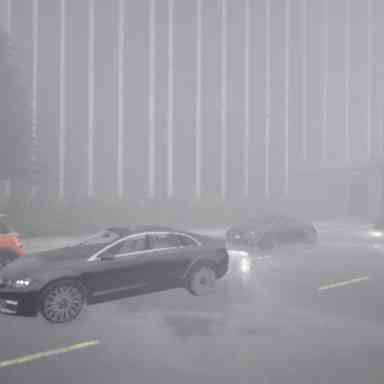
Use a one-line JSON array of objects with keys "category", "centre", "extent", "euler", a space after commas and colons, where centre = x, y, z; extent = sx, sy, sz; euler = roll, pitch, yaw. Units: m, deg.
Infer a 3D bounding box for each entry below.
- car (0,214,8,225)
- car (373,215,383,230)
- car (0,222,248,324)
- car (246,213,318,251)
[{"category": "car", "centre": [-6.567, 1.343, 8.068], "extent": [4.553, 1.767, 2.097], "euler": [0, 0, -33]}, {"category": "car", "centre": [13.077, 1.693, 20.545], "extent": [4.181, 1.385, 1.994], "euler": [0, 0, -32]}, {"category": "car", "centre": [-1.419, 1.505, 7.201], "extent": [4.902, 1.511, 2.128], "euler": [0, 0, -33]}, {"category": "car", "centre": [3.515, 1.624, 14.497], "extent": [4.181, 1.385, 1.994], "euler": [0, 0, -33]}]
